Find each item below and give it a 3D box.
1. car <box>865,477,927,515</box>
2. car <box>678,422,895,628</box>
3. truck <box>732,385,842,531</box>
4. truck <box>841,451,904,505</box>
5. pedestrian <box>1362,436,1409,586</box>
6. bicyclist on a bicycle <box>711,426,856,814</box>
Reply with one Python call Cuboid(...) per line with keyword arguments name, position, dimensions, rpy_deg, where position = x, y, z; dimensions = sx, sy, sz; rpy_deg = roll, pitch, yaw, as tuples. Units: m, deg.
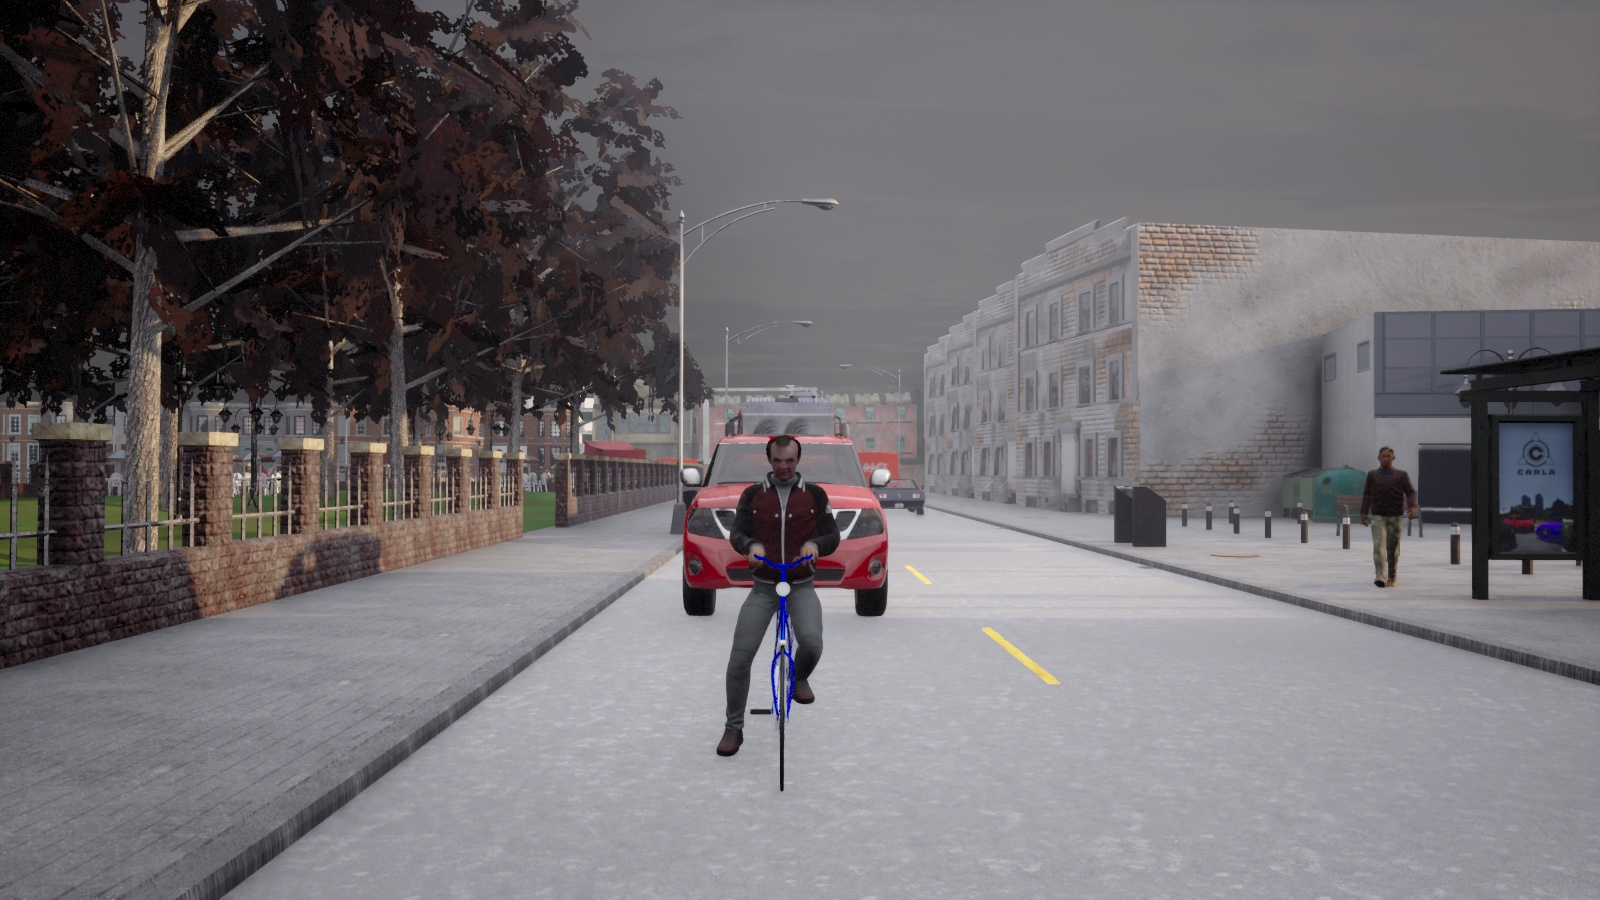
Cuboid(name="car", position=(3.513, 1.686, 46.884), dimensions=(1.895, 1.301, 4.718), rpy_deg=(0, -1, -1))
Cuboid(name="car", position=(-0.171, 0.791, 15.308), dimensions=(2.150, 2.045, 5.566), rpy_deg=(0, -1, -1))
Cuboid(name="truck", position=(-0.389, 0.278, 37.431), dimensions=(2.891, 3.827, 8.468), rpy_deg=(0, -1, -1))
Cuboid(name="truck", position=(3.371, 1.310, 59.453), dimensions=(2.627, 2.467, 5.204), rpy_deg=(0, -1, -1))
Cuboid(name="pedestrian", position=(7.380, 0.760, 15.820), dimensions=(0.431, 1.840, 0.703), rpy_deg=(-1, -1, 33))
Cuboid(name="bicyclist on a bicycle", position=(-0.083, 0.798, 6.689), dimensions=(0.659, 1.776, 1.843), rpy_deg=(0, -1, -1))
